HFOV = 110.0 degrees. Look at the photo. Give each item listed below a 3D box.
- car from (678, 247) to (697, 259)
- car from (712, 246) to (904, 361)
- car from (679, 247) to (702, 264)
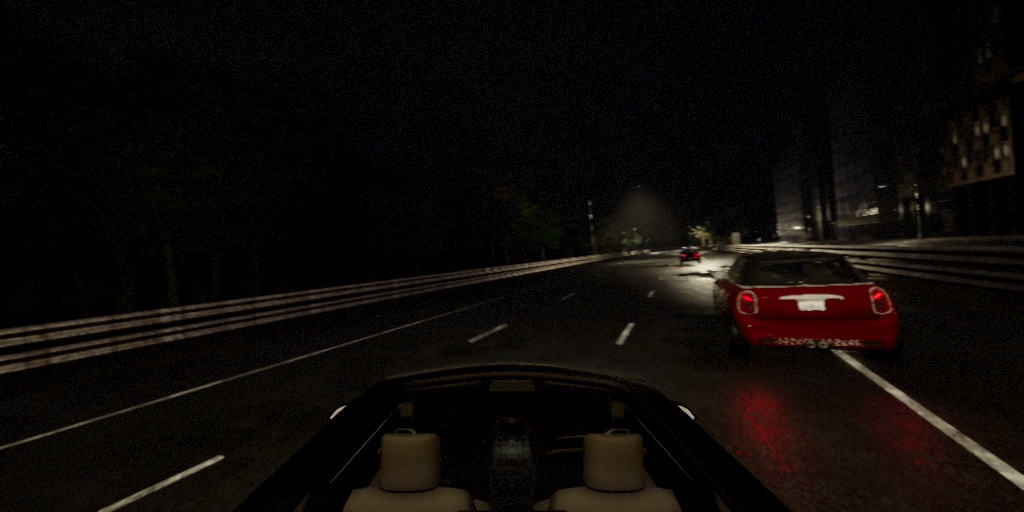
[{"bbox_3d":[24.460,-0.458,49.958,2.128,1.511,4.902,-5,0,26],"label":"car"},{"bbox_3d":[5.304,0.673,7.178,2.097,1.767,4.553,-5,0,26],"label":"car"},{"bbox_3d":[17.862,0.004,36.044,1.812,1.442,4.674,-5,-1,26],"label":"car"}]
